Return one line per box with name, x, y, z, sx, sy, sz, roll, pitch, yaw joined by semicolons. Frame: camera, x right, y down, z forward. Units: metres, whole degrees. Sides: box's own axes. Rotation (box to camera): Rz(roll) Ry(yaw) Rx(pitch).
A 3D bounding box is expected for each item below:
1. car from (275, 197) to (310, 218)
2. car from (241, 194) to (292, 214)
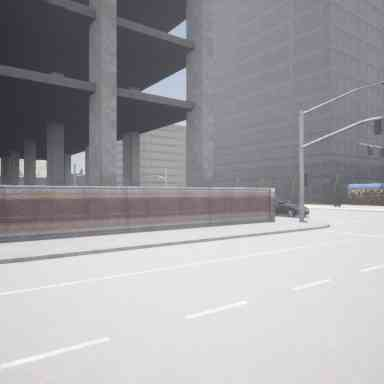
car;8.547;1.505;30.860;1.837;1.490;4.892;0;0;-35
car;8.223;1.221;37.318;2.150;2.045;5.566;0;0;-36
